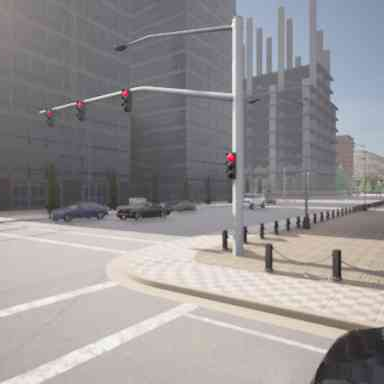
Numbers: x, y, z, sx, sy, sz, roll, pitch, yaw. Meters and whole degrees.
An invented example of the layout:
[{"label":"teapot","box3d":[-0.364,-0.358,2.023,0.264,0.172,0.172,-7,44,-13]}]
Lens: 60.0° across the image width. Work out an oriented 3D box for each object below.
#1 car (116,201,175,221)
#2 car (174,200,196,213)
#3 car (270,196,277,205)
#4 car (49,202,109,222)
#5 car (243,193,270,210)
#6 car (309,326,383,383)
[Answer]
[{"label":"car","box3d":[-3.785,1.554,26.551,1.895,1.301,4.718,0,0,36]},{"label":"car","box3d":[-1.337,1.517,35.925,1.994,1.385,4.181,0,0,36]},{"label":"car","box3d":[12.304,1.447,54.693,2.128,1.511,4.902,0,0,36]},{"label":"car","box3d":[-8.655,1.480,25.796,1.812,1.442,4.674,0,0,38]},{"label":"car","box3d":[7.423,1.174,42.074,2.150,2.045,5.566,0,0,36]},{"label":"car","box3d":[2.833,1.563,1.946,4.181,1.385,1.994,0,0,36]}]
